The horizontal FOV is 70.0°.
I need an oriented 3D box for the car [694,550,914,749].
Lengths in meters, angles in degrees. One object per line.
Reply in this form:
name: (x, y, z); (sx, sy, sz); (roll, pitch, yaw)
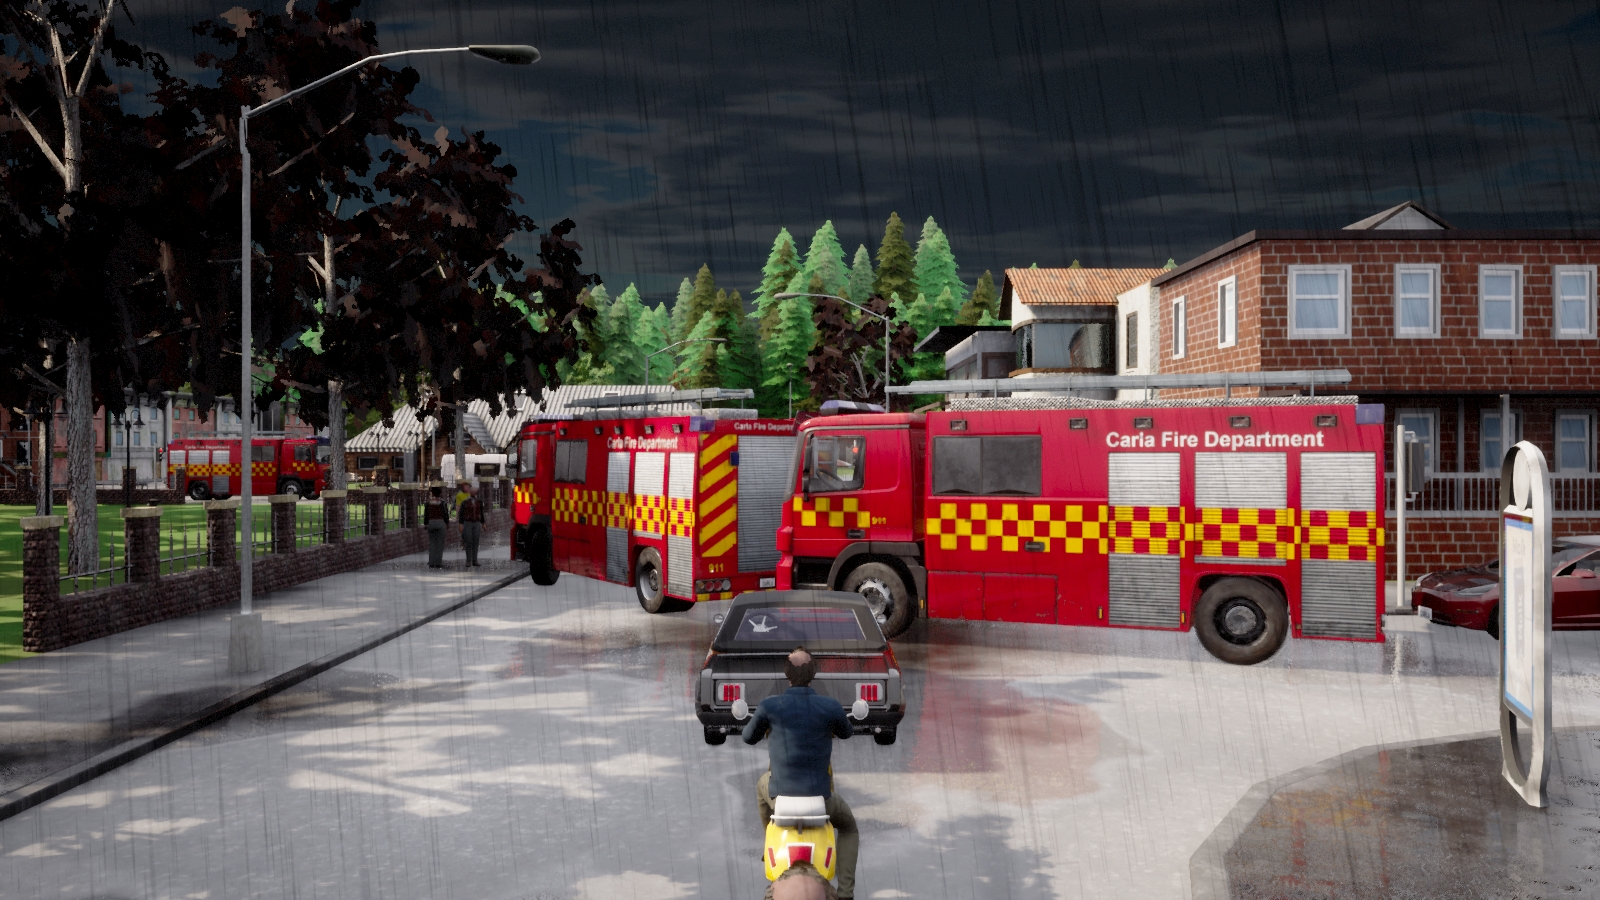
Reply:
car: (0.033, 1.930, 12.217); (1.895, 1.301, 4.718); (0, 0, 0)

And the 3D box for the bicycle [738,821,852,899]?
bicycle: (-0.015, 1.938, 3.086); (0.329, 1.271, 1.835); (0, 0, 0)

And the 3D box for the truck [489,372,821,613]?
truck: (-3.230, 0.662, 22.435); (2.891, 3.827, 8.468); (0, 0, -34)

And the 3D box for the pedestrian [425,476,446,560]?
pedestrian: (-8.192, 1.514, 25.679); (0.375, 1.860, 0.375); (0, 0, -3)

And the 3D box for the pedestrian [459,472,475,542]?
pedestrian: (-8.910, 1.513, 30.539); (0.375, 1.860, 0.375); (0, 0, -11)

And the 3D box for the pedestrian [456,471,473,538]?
pedestrian: (-9.356, 1.512, 31.875); (0.375, 1.860, 0.375); (0, 0, 0)

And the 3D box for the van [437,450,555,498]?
van: (-16.613, 1.289, 62.612); (5.915, 2.561, 1.988); (0, 0, 0)

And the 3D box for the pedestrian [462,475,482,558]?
pedestrian: (-7.486, 1.514, 26.081); (0.375, 1.860, 0.375); (0, 0, -29)

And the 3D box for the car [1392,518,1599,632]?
car: (11.910, 1.835, 17.293); (4.792, 1.488, 2.163); (0, 0, 0)

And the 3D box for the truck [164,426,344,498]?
truck: (-29.853, 0.645, 62.699); (8.468, 3.827, 2.891); (0, 0, 1)

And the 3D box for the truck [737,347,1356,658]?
truck: (3.507, 0.662, 17.047); (8.468, 3.827, 2.891); (0, 0, 23)
